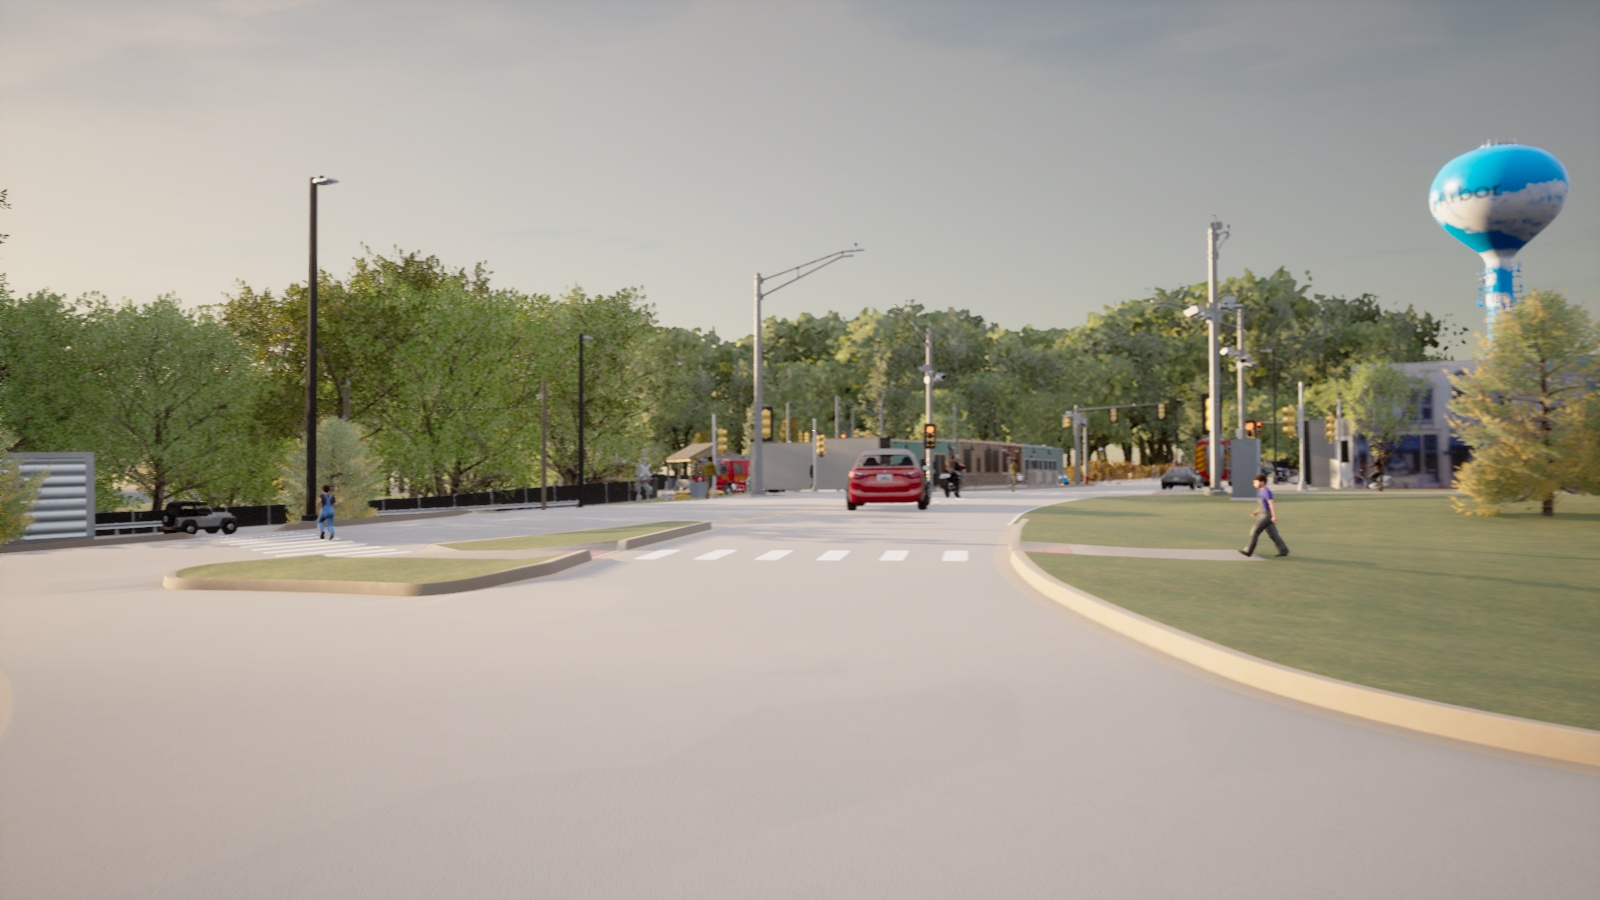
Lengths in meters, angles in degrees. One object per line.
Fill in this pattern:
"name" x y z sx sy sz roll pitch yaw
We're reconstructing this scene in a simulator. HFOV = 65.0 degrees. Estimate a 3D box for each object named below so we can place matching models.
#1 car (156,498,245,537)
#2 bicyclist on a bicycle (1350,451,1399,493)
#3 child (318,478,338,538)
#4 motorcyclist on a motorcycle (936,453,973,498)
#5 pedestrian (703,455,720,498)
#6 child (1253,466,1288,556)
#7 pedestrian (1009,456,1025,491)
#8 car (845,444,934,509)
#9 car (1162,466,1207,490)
"car" -32.126 3.584 67.389 1.905 1.878 3.866 -1 0 32
"bicyclist on a bicycle" 24.403 0.946 53.338 1.843 1.776 0.659 -1 -2 31
"child" -10.081 1.241 26.811 0.270 1.263 0.437 1 -2 -36
"motorcyclist on a motorcycle" 5.363 0.883 43.490 0.797 1.523 2.044 -1 -1 20
"pedestrian" -3.772 1.123 53.669 0.431 1.840 0.709 -1 -2 26
"child" 6.709 0.863 17.916 0.437 1.263 0.270 -1 -2 19
"pedestrian" 11.292 1.240 65.377 0.726 1.835 0.370 -1 -2 24
"car" 2.584 0.702 35.095 2.242 1.667 4.611 -1 0 7
"car" 23.544 1.708 76.772 1.994 1.385 4.181 -1 -1 26
